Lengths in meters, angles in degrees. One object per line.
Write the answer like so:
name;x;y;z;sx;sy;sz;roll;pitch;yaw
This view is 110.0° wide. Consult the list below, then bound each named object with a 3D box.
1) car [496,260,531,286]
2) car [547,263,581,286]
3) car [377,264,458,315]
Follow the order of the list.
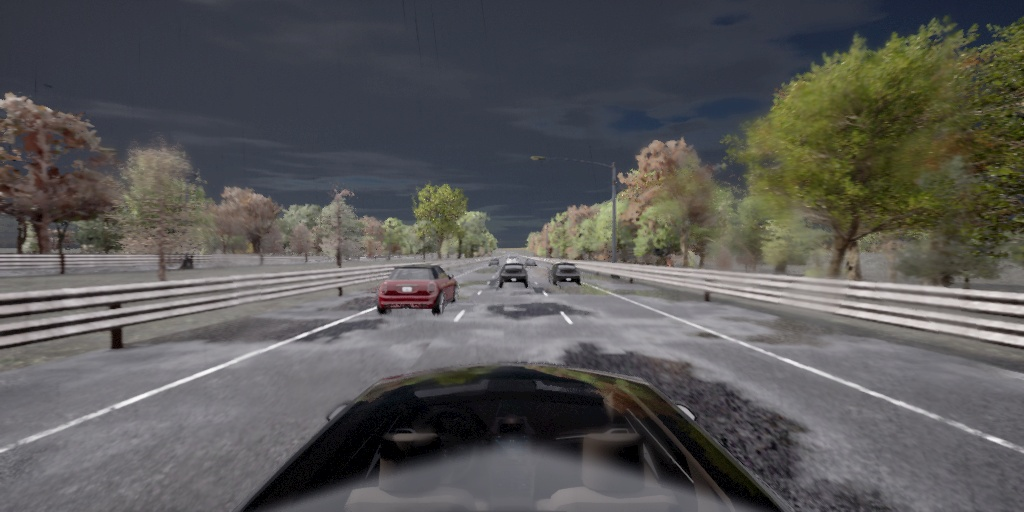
car;0.105;1.243;24.887;1.837;1.490;4.892;0;0;0
car;3.604;1.243;25.302;1.837;1.490;4.892;0;0;0
car;-3.399;1.098;13.752;2.097;1.767;4.553;0;0;0
